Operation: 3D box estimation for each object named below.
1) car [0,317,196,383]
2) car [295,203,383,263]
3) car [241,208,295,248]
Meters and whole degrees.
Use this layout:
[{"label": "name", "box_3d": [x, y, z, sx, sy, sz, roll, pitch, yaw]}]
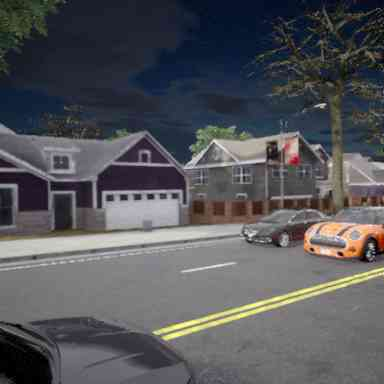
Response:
[{"label": "car", "box_3d": [-2.160, 1.505, 1.898, 4.892, 1.490, 1.837, 0, 0, -35]}, {"label": "car", "box_3d": [6.136, 1.334, 12.046, 4.553, 1.767, 2.097, 0, 0, -35]}, {"label": "car", "box_3d": [4.317, 1.487, 14.741, 4.892, 1.490, 1.837, 0, 0, -35]}]
